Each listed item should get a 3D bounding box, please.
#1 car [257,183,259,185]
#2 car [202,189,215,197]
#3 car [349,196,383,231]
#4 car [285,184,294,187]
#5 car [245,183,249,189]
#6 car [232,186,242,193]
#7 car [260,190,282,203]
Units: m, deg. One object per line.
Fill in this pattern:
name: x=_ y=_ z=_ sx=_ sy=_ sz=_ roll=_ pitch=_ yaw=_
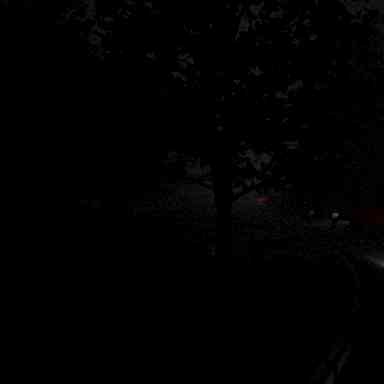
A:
car: x=17.718 y=-1.567 z=90.150 sx=2.163 sy=1.488 sz=4.792 roll=0 pitch=3 yaw=30
car: x=3.784 y=0.112 z=66.033 sx=1.946 sy=1.575 sz=5.366 roll=0 pitch=3 yaw=30
car: x=10.702 y=1.192 z=17.593 sx=2.150 sy=2.045 sz=5.566 roll=0 pitch=0 yaw=-7
car: x=19.469 y=-0.504 z=69.808 sx=1.812 sy=1.442 sz=4.674 roll=0 pitch=3 yaw=30
car: x=12.200 y=-1.170 z=80.584 sx=2.435 sy=2.045 sz=5.566 roll=0 pitch=3 yaw=30
car: x=9.307 y=-0.567 z=75.577 sx=1.946 sy=1.575 sz=5.366 roll=0 pitch=3 yaw=30
car: x=12.112 y=0.834 z=49.392 sx=2.033 sy=1.411 sz=5.357 roll=0 pitch=4 yaw=25
